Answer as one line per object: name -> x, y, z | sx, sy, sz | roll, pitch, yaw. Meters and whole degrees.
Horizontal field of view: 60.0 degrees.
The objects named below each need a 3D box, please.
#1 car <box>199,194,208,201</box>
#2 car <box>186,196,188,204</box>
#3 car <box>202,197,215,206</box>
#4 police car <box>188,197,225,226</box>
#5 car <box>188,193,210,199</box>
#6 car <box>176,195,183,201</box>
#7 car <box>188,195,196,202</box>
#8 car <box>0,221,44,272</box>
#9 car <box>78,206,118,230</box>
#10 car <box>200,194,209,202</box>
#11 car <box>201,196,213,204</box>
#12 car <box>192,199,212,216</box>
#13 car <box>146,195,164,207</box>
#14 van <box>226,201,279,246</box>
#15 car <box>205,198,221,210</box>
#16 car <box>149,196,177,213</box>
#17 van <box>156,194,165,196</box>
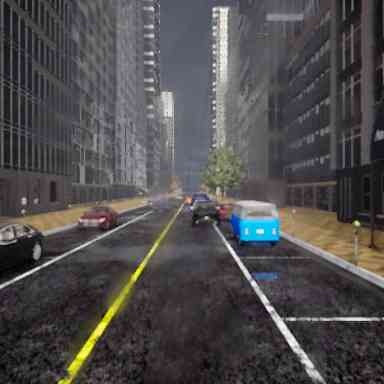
car -> 2.684, 1.285, 77.556 | 1.967, 1.590, 4.097 | 0, 0, 0
car -> -0.005, 1.254, 58.690 | 2.097, 1.767, 4.553 | 0, 0, 0
car -> 2.686, 1.463, 54.787 | 2.008, 1.369, 4.403 | 0, 0, 0
police car -> 0.898, 1.391, 23.069 | 1.930, 1.638, 5.238 | 0, 0, 0
car -> 0.897, 1.166, 38.989 | 2.150, 2.045, 5.566 | 0, 0, 0
car -> -3.007, 1.346, 77.574 | 1.895, 1.301, 4.718 | 0, 0, 0
car -> -0.006, 1.338, 73.721 | 1.812, 1.442, 4.674 | 0, 0, 0
car -> -5.691, 1.537, 9.250 | 2.008, 1.369, 4.403 | 0, 0, 0
car -> -5.692, 1.551, 20.635 | 1.802, 1.307, 4.206 | 0, 0, 0
car -> 2.685, 1.303, 71.864 | 1.967, 1.590, 4.097 | 0, 0, 0
car -> 2.686, 1.448, 60.480 | 2.008, 1.369, 4.403 | 0, 0, 0
car -> 0.898, 1.477, 32.959 | 1.812, 1.442, 4.674 | 0, 0, 0
car -> -5.694, 1.474, 49.098 | 2.008, 1.369, 4.403 | 0, 0, 0
van -> 2.689, 1.319, 14.940 | 1.690, 1.788, 3.998 | 0, 0, 0
car -> 2.687, 1.516, 43.402 | 1.802, 1.307, 4.206 | 0, 0, 0
car -> -3.102, 1.493, 36.346 | 2.033, 1.411, 5.357 | 0, 0, 0
van -> -5.695, 1.238, 60.482 | 1.690, 1.788, 3.998 | 0, 0, 0
